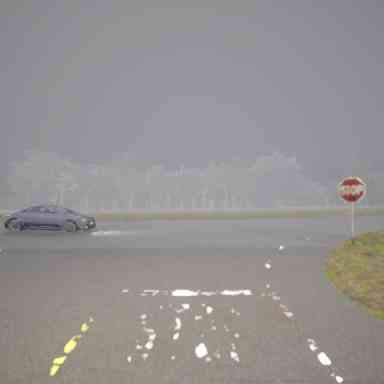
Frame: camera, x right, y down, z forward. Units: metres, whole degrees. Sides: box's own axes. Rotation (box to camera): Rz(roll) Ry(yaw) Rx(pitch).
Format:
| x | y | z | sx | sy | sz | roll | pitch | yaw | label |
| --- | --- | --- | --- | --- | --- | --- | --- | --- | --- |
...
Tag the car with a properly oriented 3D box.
| x | y | z | sx | sy | sz | roll | pitch | yaw | label |
| --- | --- | --- | --- | --- | --- | --- | --- | --- | --- |
| -7.138 | 1.340 | 17.010 | 4.181 | 1.385 | 1.994 | 2 | -1 | 0 | car |
